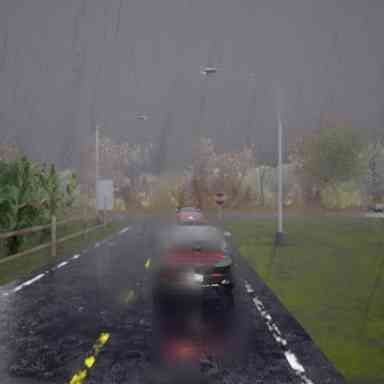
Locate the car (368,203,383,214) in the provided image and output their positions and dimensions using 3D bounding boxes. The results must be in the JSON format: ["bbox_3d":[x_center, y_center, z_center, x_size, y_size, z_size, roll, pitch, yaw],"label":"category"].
[{"bbox_3d":[21.438,1.553,34.794,5.357,1.411,2.033,-1,0,1],"label":"car"}]

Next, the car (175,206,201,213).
[{"bbox_3d":[-0.310,1.708,24.428,1.994,1.385,4.181,0,0,-6],"label":"car"}]

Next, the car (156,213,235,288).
[{"bbox_3d":[0.078,1.560,9.349,1.837,1.490,4.892,0,0,0],"label":"car"}]
